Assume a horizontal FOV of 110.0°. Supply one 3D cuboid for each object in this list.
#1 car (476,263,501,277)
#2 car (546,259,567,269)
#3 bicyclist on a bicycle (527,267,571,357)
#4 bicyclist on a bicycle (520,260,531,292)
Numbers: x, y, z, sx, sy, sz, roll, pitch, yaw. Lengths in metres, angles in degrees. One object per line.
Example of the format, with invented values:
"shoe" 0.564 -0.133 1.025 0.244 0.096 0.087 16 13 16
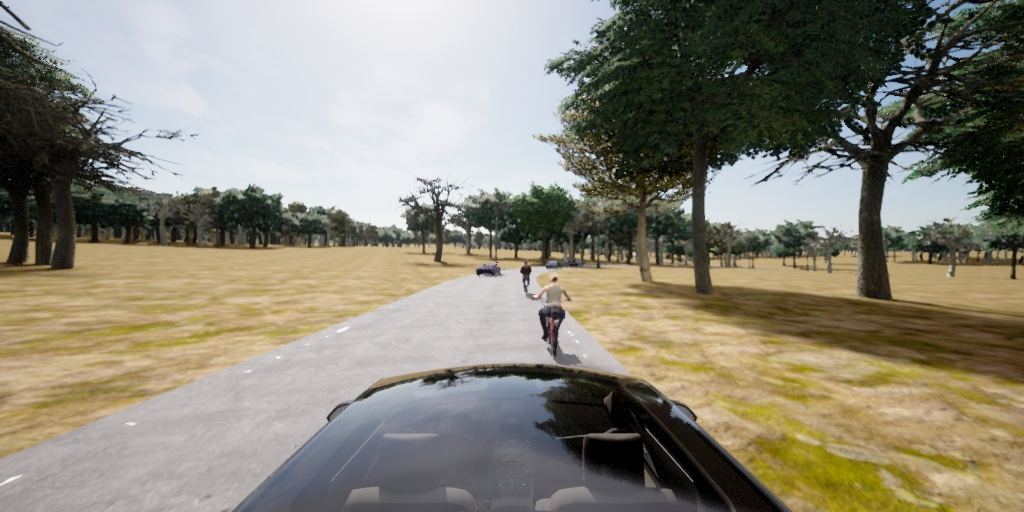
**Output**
"car" -2.362 1.378 36.581 1.895 1.301 4.718 0 0 7
"car" 7.244 1.460 60.652 2.033 1.411 5.357 1 0 22
"bicyclist on a bicycle" 0.832 1.129 7.403 0.866 1.612 1.509 1 0 0
"bicyclist on a bicycle" 0.719 1.101 18.258 0.659 1.776 1.843 -1 1 0
